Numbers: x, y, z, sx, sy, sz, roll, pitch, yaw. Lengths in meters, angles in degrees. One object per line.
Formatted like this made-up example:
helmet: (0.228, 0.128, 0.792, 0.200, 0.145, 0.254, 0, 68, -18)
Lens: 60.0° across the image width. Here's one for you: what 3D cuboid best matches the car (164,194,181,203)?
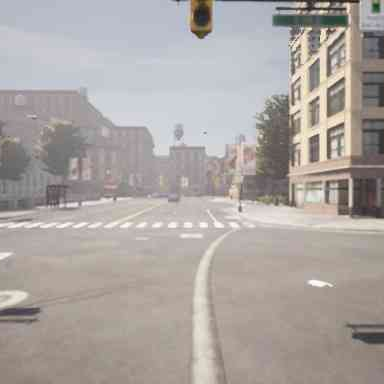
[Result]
car: (-3.529, 1.260, 62.242, 2.033, 1.411, 5.357, 0, 0, 0)
